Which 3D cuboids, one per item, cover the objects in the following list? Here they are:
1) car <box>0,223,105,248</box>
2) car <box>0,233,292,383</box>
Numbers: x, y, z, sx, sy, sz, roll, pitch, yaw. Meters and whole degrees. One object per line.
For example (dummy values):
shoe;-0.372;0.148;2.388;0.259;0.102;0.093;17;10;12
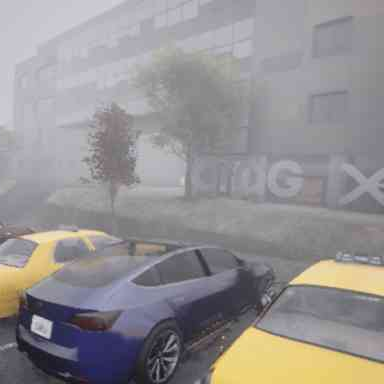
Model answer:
car;-2.454;1.471;7.259;1.946;1.575;5.366;0;0;35
car;-0.271;1.506;5.510;2.163;1.488;4.792;0;0;36
